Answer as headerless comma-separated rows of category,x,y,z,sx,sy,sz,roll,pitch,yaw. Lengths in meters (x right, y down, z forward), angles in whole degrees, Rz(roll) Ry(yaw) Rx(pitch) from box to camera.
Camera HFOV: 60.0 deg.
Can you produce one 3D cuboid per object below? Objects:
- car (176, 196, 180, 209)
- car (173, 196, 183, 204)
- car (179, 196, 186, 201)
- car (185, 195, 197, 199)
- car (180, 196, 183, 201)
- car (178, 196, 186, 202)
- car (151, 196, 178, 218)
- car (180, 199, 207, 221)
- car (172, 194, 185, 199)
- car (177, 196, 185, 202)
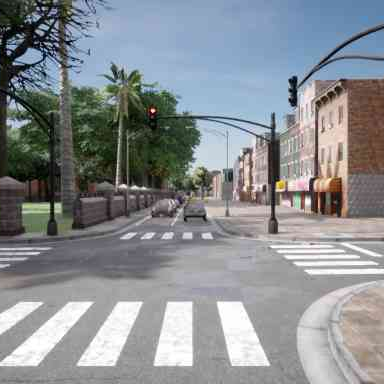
car,-2.623,1.498,36.314,1.967,1.590,4.097,0,0,0
car,-2.985,1.715,71.231,1.837,1.490,4.892,0,0,0
car,-2.598,1.914,93.200,1.947,1.339,4.313,-1,0,0
car,0.130,1.633,60.707,1.882,1.535,5.008,0,0,0
car,-2.619,1.679,47.692,1.802,1.307,4.206,0,0,0
car,-2.601,1.861,87.512,2.008,1.369,4.403,-1,0,0
car,-2.627,1.481,30.626,1.967,1.590,4.097,0,0,0
car,0.214,1.581,27.842,2.033,1.411,5.357,0,0,-1
car,-2.949,1.402,64.262,2.150,2.045,5.566,0,0,0
car,-2.603,1.818,81.823,1.887,1.381,4.507,0,0,0
